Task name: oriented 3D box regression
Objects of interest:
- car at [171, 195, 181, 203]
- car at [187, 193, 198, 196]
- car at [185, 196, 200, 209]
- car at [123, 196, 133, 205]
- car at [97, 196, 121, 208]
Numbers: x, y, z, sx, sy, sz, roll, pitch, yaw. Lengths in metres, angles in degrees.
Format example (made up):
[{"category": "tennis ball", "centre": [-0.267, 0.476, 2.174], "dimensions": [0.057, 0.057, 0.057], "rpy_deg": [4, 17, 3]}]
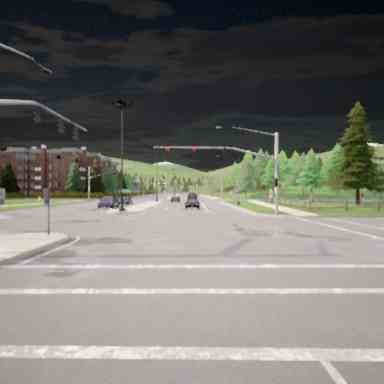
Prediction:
[{"category": "car", "centre": [-3.402, 1.435, 69.172], "dimensions": [2.128, 1.511, 4.902], "rpy_deg": [0, 0, 0]}, {"category": "car", "centre": [0.098, 1.161, 69.199], "dimensions": [2.150, 2.045, 5.566], "rpy_deg": [0, 0, 0]}, {"category": "car", "centre": [0.062, 1.565, 43.763], "dimensions": [1.895, 1.301, 4.718], "rpy_deg": [0, 0, 0]}, {"category": "car", "centre": [-11.456, 1.457, 57.215], "dimensions": [1.837, 1.490, 4.892], "rpy_deg": [0, 0, 0]}, {"category": "car", "centre": [-11.489, 1.314, 45.891], "dimensions": [2.097, 1.767, 4.553], "rpy_deg": [0, 0, 1]}]
